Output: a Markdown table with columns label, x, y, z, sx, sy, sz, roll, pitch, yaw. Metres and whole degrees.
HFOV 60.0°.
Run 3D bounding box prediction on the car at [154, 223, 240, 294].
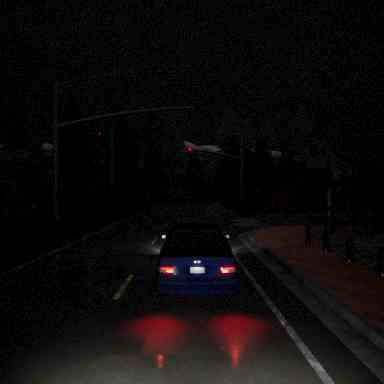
| label | x | y | z | sx | sy | sz | roll | pitch | yaw |
| --- | --- | --- | --- | --- | --- | --- | --- | --- | --- |
| car | 0.101 | 1.547 | 8.899 | 2.033 | 1.411 | 5.357 | 0 | 0 | 0 |
